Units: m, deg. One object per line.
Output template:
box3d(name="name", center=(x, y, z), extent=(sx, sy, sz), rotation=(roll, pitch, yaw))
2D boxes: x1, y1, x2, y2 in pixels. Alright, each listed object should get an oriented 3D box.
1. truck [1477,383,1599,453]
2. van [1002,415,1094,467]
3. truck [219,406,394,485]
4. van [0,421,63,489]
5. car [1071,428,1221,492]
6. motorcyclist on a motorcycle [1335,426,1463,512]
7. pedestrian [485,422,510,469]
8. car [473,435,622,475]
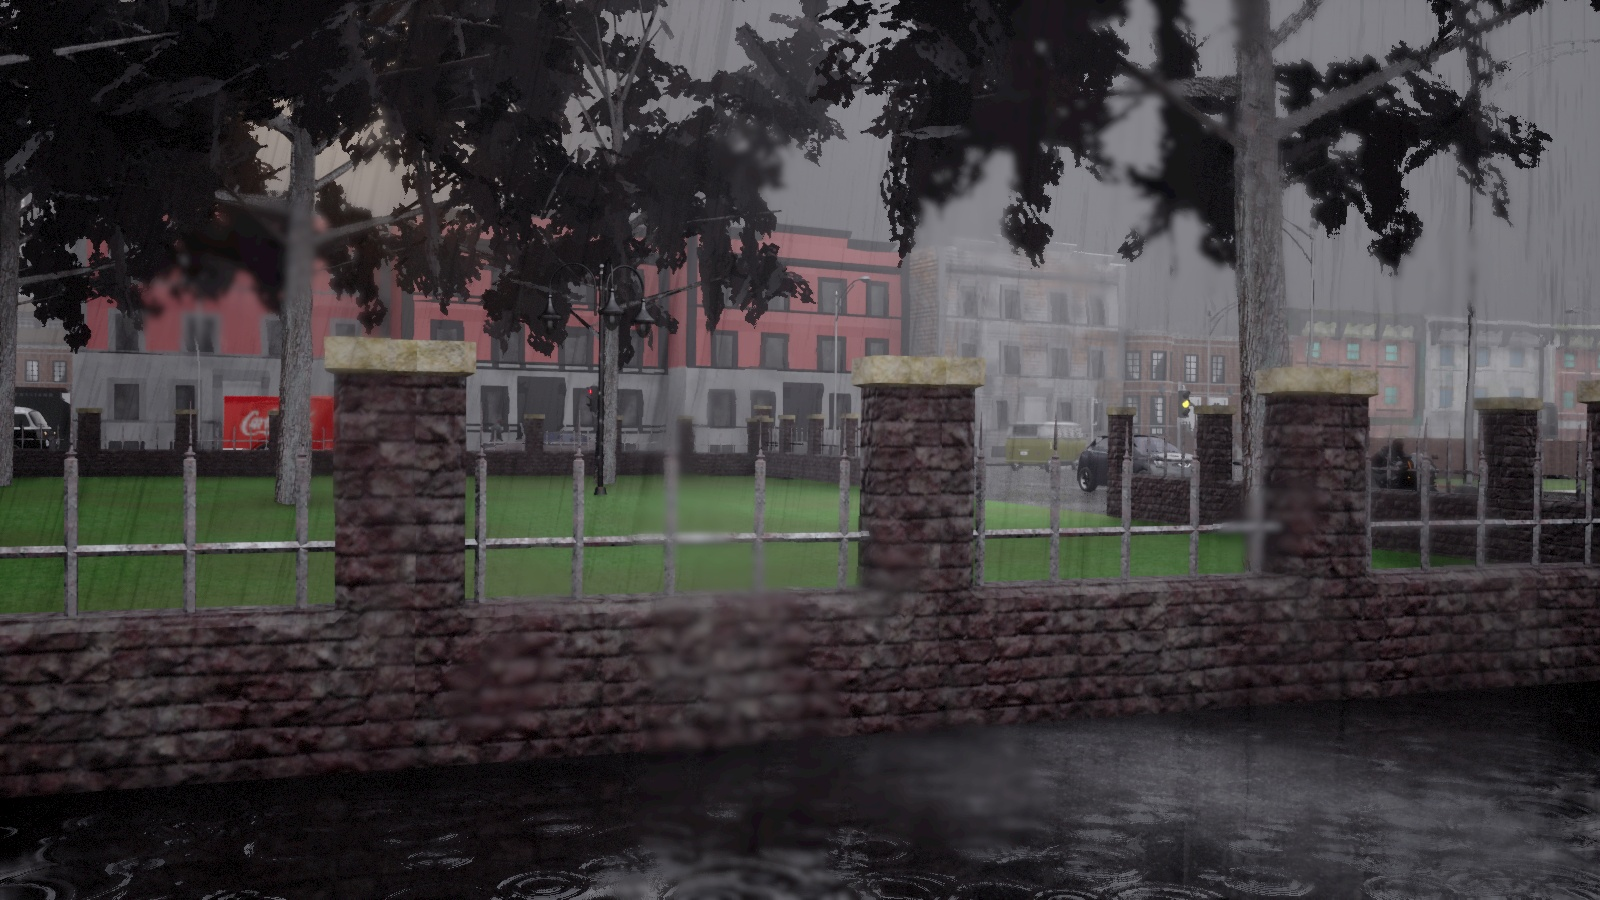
box3d(name="truck", center=(39.333, -1.667, 65.019), extent=(7.936, 3.462, 2.891), rotation=(-1, 1, -19))
box3d(name="van", center=(9.941, -0.372, 50.074), extent=(1.775, 1.987, 4.442), rotation=(0, 1, 38))
box3d(name="truck", center=(-16.271, -0.192, 41.748), extent=(5.204, 2.467, 2.627), rotation=(-1, 1, -18))
box3d(name="van", center=(-25.457, 0.169, 38.585), extent=(4.480, 2.038, 2.069), rotation=(-1, 1, -19))
box3d(name="car", center=(8.567, 0.208, 31.409), extent=(1.845, 1.501, 3.633), rotation=(-1, 1, -20))
box3d(name="motorcyclist on a motorcycle", center=(11.227, 0.327, 23.635), extent=(0.866, 1.530, 2.191), rotation=(-1, 1, -21))
box3d(name="pedestrian", center=(-12.357, -0.199, 51.309), extent=(0.849, 1.883, 0.563), rotation=(-1, 1, -28))
box3d(name="car", center=(-9.713, 0.165, 48.252), extent=(5.357, 1.411, 2.033), rotation=(-1, 1, -19))
